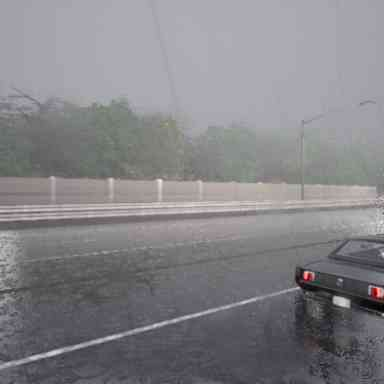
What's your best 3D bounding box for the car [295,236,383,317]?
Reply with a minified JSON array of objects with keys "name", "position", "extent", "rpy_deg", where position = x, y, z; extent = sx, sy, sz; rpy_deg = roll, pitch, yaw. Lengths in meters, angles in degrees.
[{"name":"car","position":[4.376,1.598,6.992],"extent":[4.718,1.301,1.895],"rpy_deg":[0,0,-36]}]
